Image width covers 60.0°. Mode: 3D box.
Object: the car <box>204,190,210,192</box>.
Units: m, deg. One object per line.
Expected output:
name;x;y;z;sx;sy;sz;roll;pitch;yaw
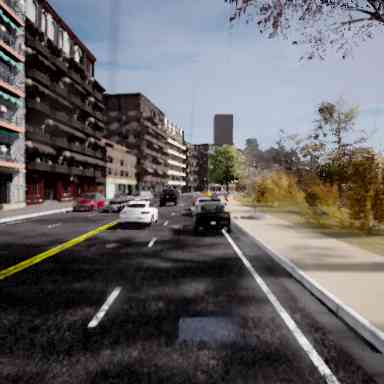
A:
car;3.229;0.353;75.758;1.882;1.535;5.008;0;1;7

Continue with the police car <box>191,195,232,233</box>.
police car;0.978;1.176;17.846;1.930;1.638;5.238;0;1;0

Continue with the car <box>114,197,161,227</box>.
car;-3.146;1.245;20.161;1.812;1.442;4.674;0;1;0

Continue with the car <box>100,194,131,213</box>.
car;-6.492;1.066;30.704;2.128;1.511;4.902;0;1;1

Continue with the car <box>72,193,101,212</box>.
car;-9.710;0.914;31.795;2.097;1.767;4.553;0;1;1

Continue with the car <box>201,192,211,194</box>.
car;1.099;1.061;33.597;1.812;1.442;4.674;0;1;1

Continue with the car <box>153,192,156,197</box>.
car;-7.072;0.573;71.433;1.837;1.490;4.892;0;1;6

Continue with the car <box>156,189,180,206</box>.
car;-2.749;0.645;42.106;2.150;2.045;5.566;0;1;3
